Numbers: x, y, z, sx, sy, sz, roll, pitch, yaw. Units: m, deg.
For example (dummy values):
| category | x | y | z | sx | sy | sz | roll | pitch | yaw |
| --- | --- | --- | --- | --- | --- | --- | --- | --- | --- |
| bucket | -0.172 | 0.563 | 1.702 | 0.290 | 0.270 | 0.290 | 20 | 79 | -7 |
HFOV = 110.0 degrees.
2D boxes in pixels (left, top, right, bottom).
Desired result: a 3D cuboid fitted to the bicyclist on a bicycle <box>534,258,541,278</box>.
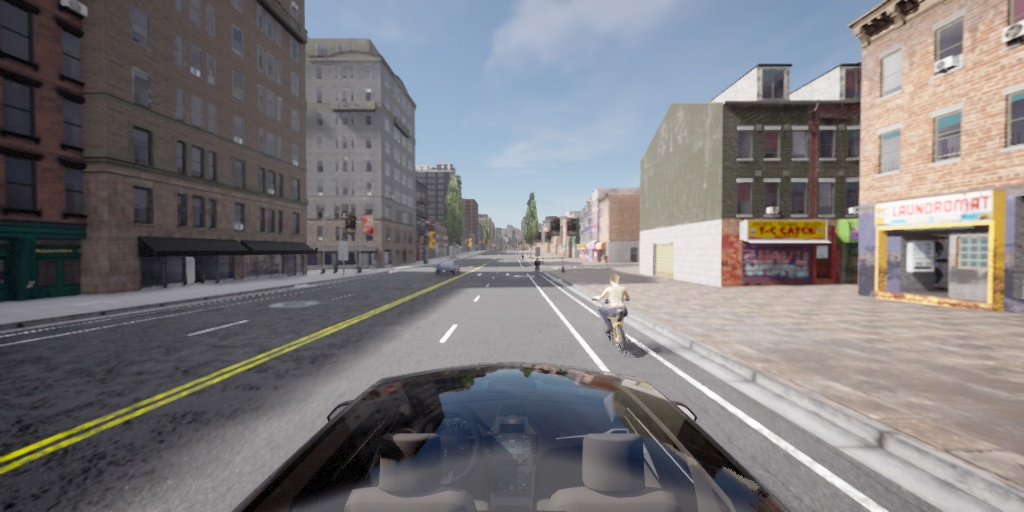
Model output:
| category | x | y | z | sx | sy | sz | roll | pitch | yaw |
| --- | --- | --- | --- | --- | --- | --- | --- | --- | --- |
| bicyclist on a bicycle | 2.250 | 1.028 | 32.124 | 0.659 | 1.776 | 1.843 | 0 | 0 | 0 |

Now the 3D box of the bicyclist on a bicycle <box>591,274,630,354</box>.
| category | x | y | z | sx | sy | sz | roll | pitch | yaw |
| --- | --- | --- | --- | --- | --- | --- | --- | --- | --- |
| bicyclist on a bicycle | 2.190 | 1.182 | 7.752 | 0.866 | 1.612 | 1.509 | 0 | 0 | 0 |

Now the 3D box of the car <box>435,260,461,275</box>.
| category | x | y | z | sx | sy | sz | roll | pitch | yaw |
| --- | --- | --- | --- | --- | --- | --- | --- | --- | --- |
| car | -6.500 | 1.164 | 36.574 | 1.812 | 1.442 | 4.674 | 0 | 0 | 0 |
